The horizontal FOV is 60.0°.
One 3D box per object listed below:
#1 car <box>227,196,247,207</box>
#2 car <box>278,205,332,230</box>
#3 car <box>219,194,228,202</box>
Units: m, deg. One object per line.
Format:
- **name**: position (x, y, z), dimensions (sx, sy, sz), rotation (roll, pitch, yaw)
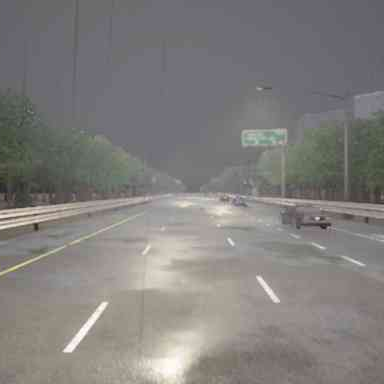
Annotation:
- **car**: position (7.099, 1.515, 50.697), dimensions (2.033, 1.411, 5.357), rotation (0, 0, 0)
- **car**: position (7.011, 1.545, 21.105), dimensions (2.033, 1.411, 5.357), rotation (0, 0, 0)
- **car**: position (7.173, 1.299, 73.660), dimensions (2.097, 1.767, 4.553), rotation (0, 0, 0)
